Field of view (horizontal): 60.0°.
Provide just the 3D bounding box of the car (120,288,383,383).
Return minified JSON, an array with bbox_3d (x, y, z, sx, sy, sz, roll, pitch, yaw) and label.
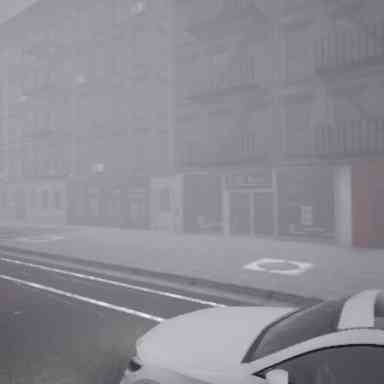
[{"bbox_3d":[1.508,1.527,2.486,4.674,1.442,1.812,-1,0,35],"label":"car"}]
